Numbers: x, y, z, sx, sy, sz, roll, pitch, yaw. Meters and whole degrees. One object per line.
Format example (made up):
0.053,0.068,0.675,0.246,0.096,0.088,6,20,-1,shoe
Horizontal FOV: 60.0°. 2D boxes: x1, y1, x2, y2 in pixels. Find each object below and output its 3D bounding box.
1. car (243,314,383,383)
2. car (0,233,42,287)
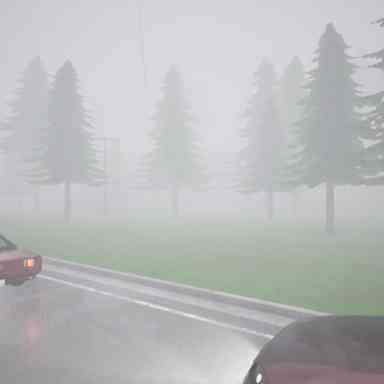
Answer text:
2.424,1.564,2.263,4.181,1.385,1.994,0,0,36,car
-5.785,1.601,8.108,4.718,1.301,1.895,0,0,35,car
